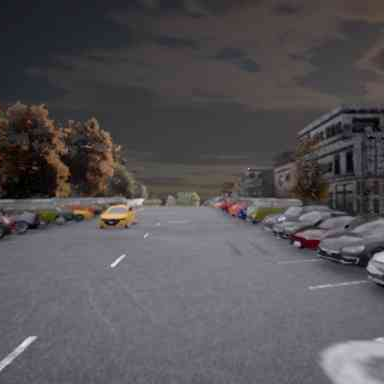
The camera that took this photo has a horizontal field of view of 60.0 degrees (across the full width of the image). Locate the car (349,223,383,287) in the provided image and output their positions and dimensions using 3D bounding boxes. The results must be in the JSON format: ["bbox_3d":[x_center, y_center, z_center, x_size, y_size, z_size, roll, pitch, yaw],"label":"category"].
[{"bbox_3d":[6.393,1.599,7.888,4.674,1.452,2.002,1,0,-20],"label":"car"}]

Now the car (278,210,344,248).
[{"bbox_3d":[6.340,1.646,13.744,4.792,1.488,2.163,1,0,-20],"label":"car"}]

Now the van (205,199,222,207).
[{"bbox_3d":[5.974,3.174,92.941,4.442,1.987,1.878,2,-5,-21],"label":"van"}]

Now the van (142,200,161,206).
[{"bbox_3d":[-11.873,3.368,94.901,4.442,1.987,1.878,1,-4,-21],"label":"van"}]

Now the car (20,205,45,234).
[{"bbox_3d":[-11.498,1.723,19.553,4.792,1.488,2.163,-1,0,-20],"label":"car"}]

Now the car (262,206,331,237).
[{"bbox_3d":[6.361,1.648,16.691,4.892,1.521,2.231,1,0,-20],"label":"car"}]

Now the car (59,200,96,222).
[{"bbox_3d":[-11.333,1.785,28.463,5.366,1.575,1.946,-1,-1,-20],"label":"car"}]

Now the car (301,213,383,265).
[{"bbox_3d":[6.389,1.589,10.819,4.892,1.521,2.231,1,0,-20],"label":"car"}]

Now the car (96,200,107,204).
[{"bbox_3d":[-11.526,1.900,34.281,4.674,1.452,2.002,-1,0,-20],"label":"car"}]

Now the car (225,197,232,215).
[{"bbox_3d":[6.256,1.716,34.285,4.553,1.767,2.185,1,-1,-20],"label":"car"}]

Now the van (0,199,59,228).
[{"bbox_3d":[-11.591,1.499,22.465,4.442,1.987,1.878,-1,0,-20],"label":"van"}]

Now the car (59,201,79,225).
[{"bbox_3d":[-11.486,1.756,25.453,4.892,1.521,2.231,-1,0,-20],"label":"car"}]

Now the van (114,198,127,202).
[{"bbox_3d":[-11.688,1.795,46.019,4.442,1.987,1.878,-1,-1,-20],"label":"van"}]

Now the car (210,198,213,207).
[{"bbox_3d":[6.364,2.175,57.816,5.366,1.575,1.946,1,-1,-20],"label":"car"}]

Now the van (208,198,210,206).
[{"bbox_3d":[6.053,2.036,63.577,4.442,1.987,1.878,1,-1,-20],"label":"van"}]

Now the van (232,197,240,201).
[{"bbox_3d":[6.406,1.584,31.405,4.442,1.987,1.878,1,-1,-20],"label":"van"}]

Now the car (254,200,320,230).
[{"bbox_3d":[6.376,1.552,19.633,4.553,1.767,2.185,1,0,-20],"label":"car"}]

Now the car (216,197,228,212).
[{"bbox_3d":[6.289,1.669,40.173,5.566,2.045,2.435,1,-1,-20],"label":"car"}]

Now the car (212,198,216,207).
[{"bbox_3d":[6.387,2.086,51.955,5.366,1.575,1.946,1,-1,-20],"label":"car"}]

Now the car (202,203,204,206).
[{"bbox_3d":[6.148,2.856,84.189,5.366,1.575,1.946,2,-3,-21],"label":"car"}]

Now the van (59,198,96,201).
[{"bbox_3d":[-11.630,1.600,31.301,4.442,1.987,1.878,-1,0,-20],"label":"van"}]

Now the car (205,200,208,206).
[{"bbox_3d":[5.967,2.301,66.488,5.366,1.575,1.946,1,-1,-20],"label":"car"}]

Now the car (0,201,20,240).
[{"bbox_3d":[-11.433,1.536,16.632,4.553,1.767,2.185,-1,0,-20],"label":"car"}]

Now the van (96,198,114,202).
[{"bbox_3d":[-11.438,1.672,37.278,4.442,1.987,1.878,-1,-1,-20],"label":"van"}]

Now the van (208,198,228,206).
[{"bbox_3d":[6.151,2.372,78.327,4.442,1.987,1.878,2,-3,-21],"label":"van"}]

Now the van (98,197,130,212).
[{"bbox_3d":[-11.483,1.835,49.053,4.442,1.987,1.878,-1,-1,-20],"label":"van"}]

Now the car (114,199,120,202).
[{"bbox_3d":[-11.556,1.977,40.175,4.674,1.452,2.002,-1,-1,-20],"label":"car"}]

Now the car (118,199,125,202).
[{"bbox_3d":[-11.570,2.017,43.120,4.674,1.452,2.002,-1,-1,-20],"label":"car"}]

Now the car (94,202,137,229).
[{"bbox_3d":[-5.188,1.723,23.811,1.882,1.535,5.008,0,-1,0],"label":"car"}]

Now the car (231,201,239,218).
[{"bbox_3d":[6.301,1.772,28.425,5.008,1.535,2.097,1,-1,-20],"label":"car"}]

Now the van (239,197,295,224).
[{"bbox_3d":[6.215,1.511,25.449,4.442,1.987,1.878,1,0,-20],"label":"van"}]
